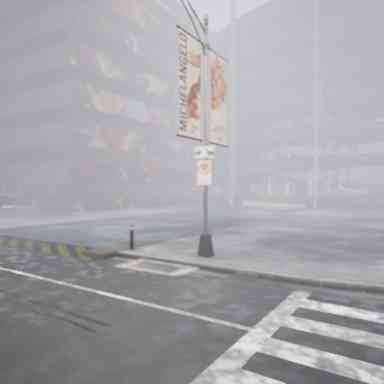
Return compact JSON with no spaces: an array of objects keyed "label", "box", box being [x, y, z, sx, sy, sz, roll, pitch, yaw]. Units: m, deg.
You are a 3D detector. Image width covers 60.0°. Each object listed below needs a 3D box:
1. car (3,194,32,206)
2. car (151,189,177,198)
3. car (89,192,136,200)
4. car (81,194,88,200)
[{"label":"car","box":[-21.547,0.975,40.672,4.786,1.482,2.161,0,1,33]},{"label":"car","box":[-5.632,0.352,66.218,5.566,2.045,2.435,0,1,33]},{"label":"car","box":[-9.057,0.929,37.546,4.674,1.452,2.002,0,1,33]},{"label":"car","box":[-14.928,0.937,50.208,4.718,1.301,1.895,0,1,33]}]
